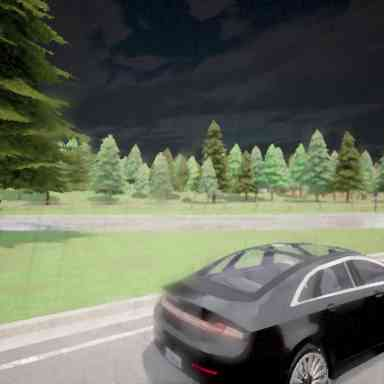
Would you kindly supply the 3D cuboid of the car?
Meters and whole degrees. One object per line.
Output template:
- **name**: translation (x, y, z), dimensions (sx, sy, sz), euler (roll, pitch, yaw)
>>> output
- **car**: translation (1.789, 1.511, 4.842), dimensions (4.902, 1.511, 2.128), euler (0, 0, -35)
